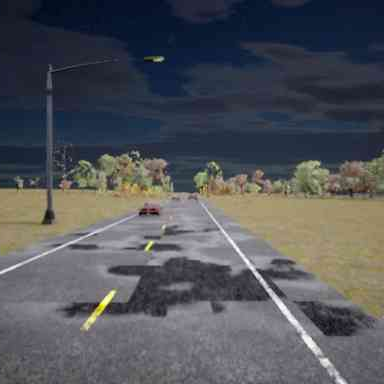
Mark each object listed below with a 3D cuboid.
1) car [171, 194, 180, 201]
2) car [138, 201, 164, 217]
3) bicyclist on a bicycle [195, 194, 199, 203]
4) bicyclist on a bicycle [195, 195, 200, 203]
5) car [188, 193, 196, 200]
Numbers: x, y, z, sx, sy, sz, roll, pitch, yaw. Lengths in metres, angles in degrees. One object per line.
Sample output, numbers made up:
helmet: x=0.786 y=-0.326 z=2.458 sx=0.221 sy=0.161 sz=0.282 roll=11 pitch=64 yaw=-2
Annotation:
car: x=-3.513 y=1.204 z=72.130 sx=1.882 sy=1.535 sz=5.008 roll=0 pitch=0 yaw=0
car: x=-3.603 y=1.506 z=29.903 sx=1.895 sy=1.301 sz=4.718 roll=0 pitch=0 yaw=0
bicyclist on a bicycle: x=0.952 y=1.246 z=63.193 sx=0.582 sy=1.620 sz=1.656 roll=0 pitch=0 yaw=0
bicyclist on a bicycle: x=0.949 y=1.258 z=54.763 sx=0.866 sy=1.612 sz=1.509 roll=0 pitch=0 yaw=0
car: x=-0.015 y=1.176 z=82.453 sx=1.812 sy=1.442 sz=4.674 roll=0 pitch=0 yaw=0
